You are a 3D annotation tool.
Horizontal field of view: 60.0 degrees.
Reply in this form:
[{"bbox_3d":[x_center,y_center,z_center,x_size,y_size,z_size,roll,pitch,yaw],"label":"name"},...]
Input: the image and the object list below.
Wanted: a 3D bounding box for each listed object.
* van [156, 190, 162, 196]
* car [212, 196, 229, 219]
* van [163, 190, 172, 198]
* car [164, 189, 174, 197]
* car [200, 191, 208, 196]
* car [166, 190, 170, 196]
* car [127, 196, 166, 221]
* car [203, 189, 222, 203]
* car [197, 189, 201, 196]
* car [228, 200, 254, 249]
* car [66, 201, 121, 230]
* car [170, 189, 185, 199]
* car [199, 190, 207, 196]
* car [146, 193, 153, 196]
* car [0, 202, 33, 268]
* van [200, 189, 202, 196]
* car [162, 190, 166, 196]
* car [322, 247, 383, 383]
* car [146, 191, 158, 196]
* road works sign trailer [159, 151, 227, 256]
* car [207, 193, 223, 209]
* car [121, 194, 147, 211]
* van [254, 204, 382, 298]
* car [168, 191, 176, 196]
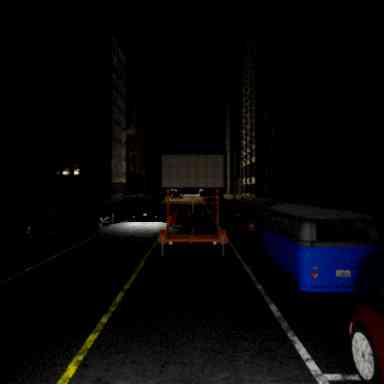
[{"bbox_3d":[-5.640,0.713,47.220,1.690,1.788,3.998,0,1,0],"label":"van"},{"bbox_3d":[2.827,1.230,24.778,1.947,1.339,4.313,0,1,0],"label":"car"},{"bbox_3d":[-5.567,0.353,75.265,1.690,1.788,3.998,0,1,0],"label":"van"},{"bbox_3d":[-5.553,0.256,80.874,2.192,1.841,5.009,0,1,0],"label":"car"},{"bbox_3d":[2.987,0.414,86.473,1.887,1.381,4.507,0,1,0],"label":"car"},{"bbox_3d":[-5.611,0.542,58.438,2.192,1.841,5.009,0,1,0],"label":"car"},{"bbox_3d":[-3.038,1.245,23.463,1.994,1.385,4.181,0,1,0],"label":"car"},{"bbox_3d":[2.871,0.759,41.601,2.192,1.841,5.009,0,1,0],"label":"car"},{"bbox_3d":[2.958,0.327,75.253,2.192,1.841,5.009,0,1,0],"label":"car"},{"bbox_3d":[2.799,1.254,13.560,1.967,1.590,4.097,0,1,0],"label":"car"},{"bbox_3d":[-5.712,1.304,19.178,1.947,1.339,4.313,0,1,0],"label":"car"},{"bbox_3d":[-2.860,0.494,65.120,2.097,1.767,4.553,0,1,1],"label":"car"},{"bbox_3d":[3.001,0.239,92.081,1.967,1.590,4.097,0,1,0],"label":"car"},{"bbox_3d":[-5.669,1.099,36.005,1.802,1.307,4.206,0,1,0],"label":"car"},{"bbox_3d":[-5.741,1.205,7.957,2.192,1.841,5.009,0,1,0],"label":"car"},{"bbox_3d":[2.929,0.496,64.036,1.690,1.788,3.998,0,1,0],"label":"van"},{"bbox_3d":[-5.625,0.740,52.830,1.967,1.590,4.097,0,1,0],"label":"car"},{"bbox_3d":[2.769,1.510,2.344,1.887,1.381,4.507,0,1,0],"label":"car"},{"bbox_3d":[-5.655,0.972,41.444,1.752,1.417,4.829,0,1,0],"label":"car"},{"bbox_3d":[0.031,0.295,12.278,2.380,3.560,2.880,0,1,0],"label":"road works sign trailer"},{"bbox_3d":[2.856,1.099,35.996,1.802,1.307,4.206,0,1,0],"label":"car"},{"bbox_3d":[-5.683,1.141,30.396,2.008,1.369,4.403,0,1,0],"label":"car"},{"bbox_3d":[2.784,1.231,7.950,1.690,1.788,3.998,0,1,0],"label":"van"},{"bbox_3d":[-5.524,0.349,92.095,2.008,1.369,4.403,0,1,0],"label":"car"}]
